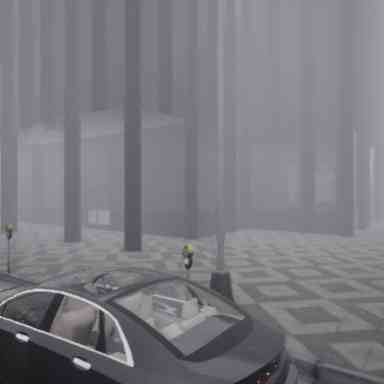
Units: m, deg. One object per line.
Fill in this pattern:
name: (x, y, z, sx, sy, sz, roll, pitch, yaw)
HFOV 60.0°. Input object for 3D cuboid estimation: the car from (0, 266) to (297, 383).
car: (-1.113, 1.550, 3.756, 4.403, 1.369, 2.008, 0, 0, 35)
